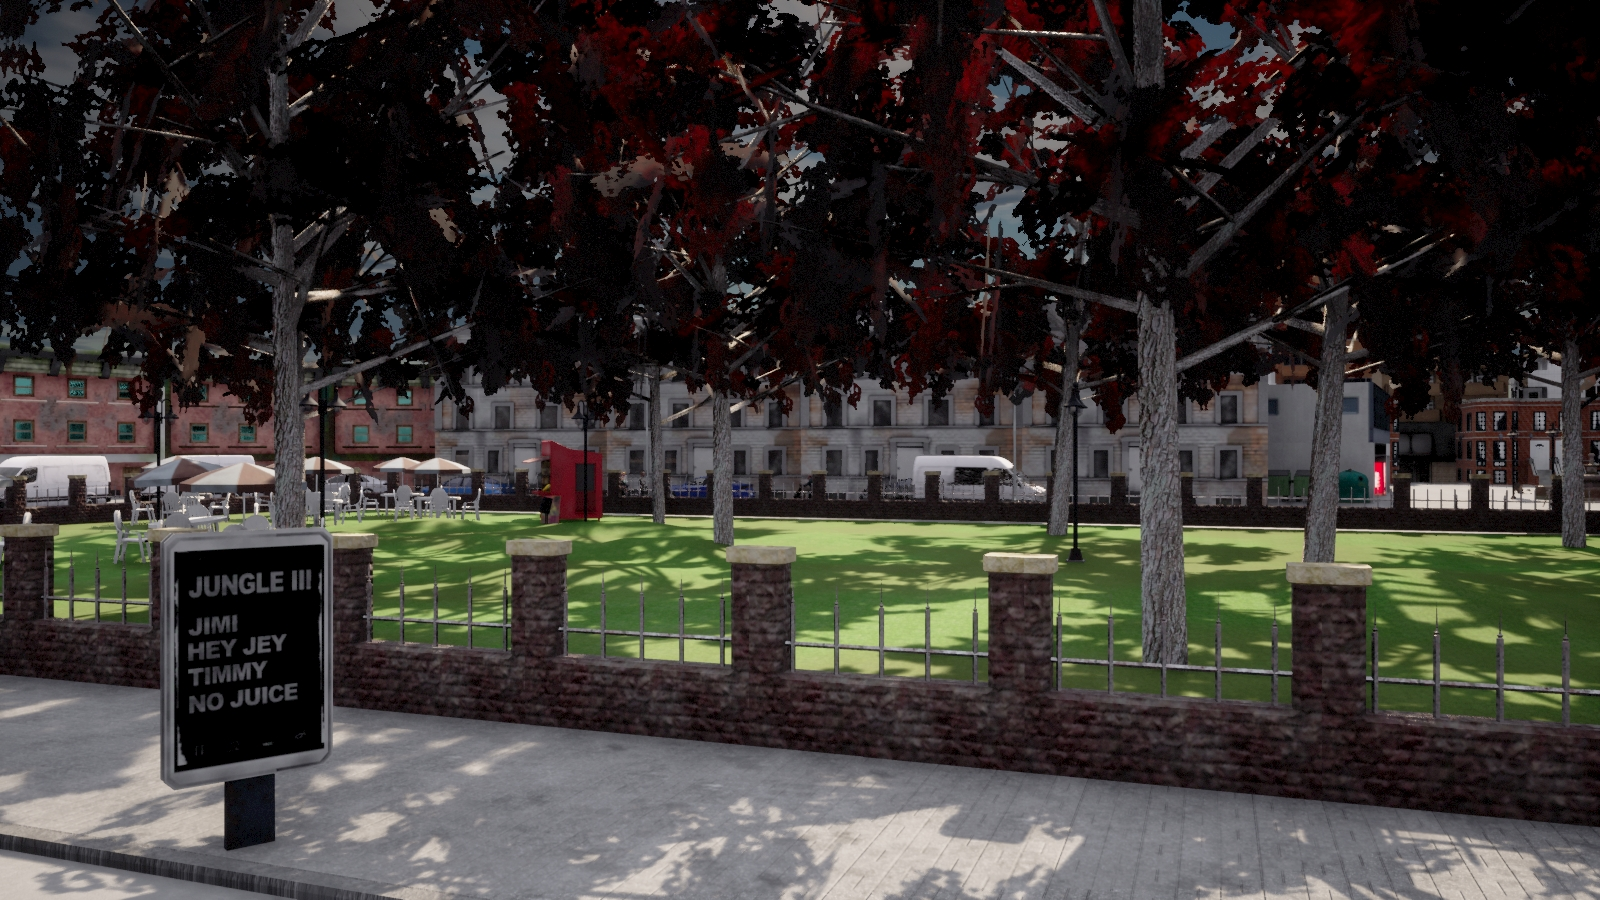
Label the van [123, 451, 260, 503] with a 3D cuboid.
[{"bbox_3d":[-31.314,1.336,58.944,1.988,2.561,5.915,0,0,41],"label":"van"}]

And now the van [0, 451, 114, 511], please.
[{"bbox_3d":[-34.456,1.334,51.696,1.988,2.561,5.915,0,0,21],"label":"van"}]

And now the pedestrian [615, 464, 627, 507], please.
[{"bbox_3d":[-7.799,1.534,49.772,0.375,1.860,0.375,0,0,19],"label":"pedestrian"}]

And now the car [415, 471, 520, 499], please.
[{"bbox_3d":[-18.262,1.902,62.828,5.357,1.411,2.033,0,0,19],"label":"car"}]

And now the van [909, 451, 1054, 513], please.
[{"bbox_3d":[7.813,1.318,49.179,5.915,2.561,1.988,0,0,20],"label":"van"}]

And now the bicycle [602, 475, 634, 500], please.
[{"bbox_3d":[-9.502,1.948,59.688,1.643,1.296,0.373,0,0,20],"label":"bicycle"}]

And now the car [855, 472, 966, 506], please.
[{"bbox_3d":[5.260,1.833,54.337,4.902,1.511,2.128,0,0,20],"label":"car"}]
